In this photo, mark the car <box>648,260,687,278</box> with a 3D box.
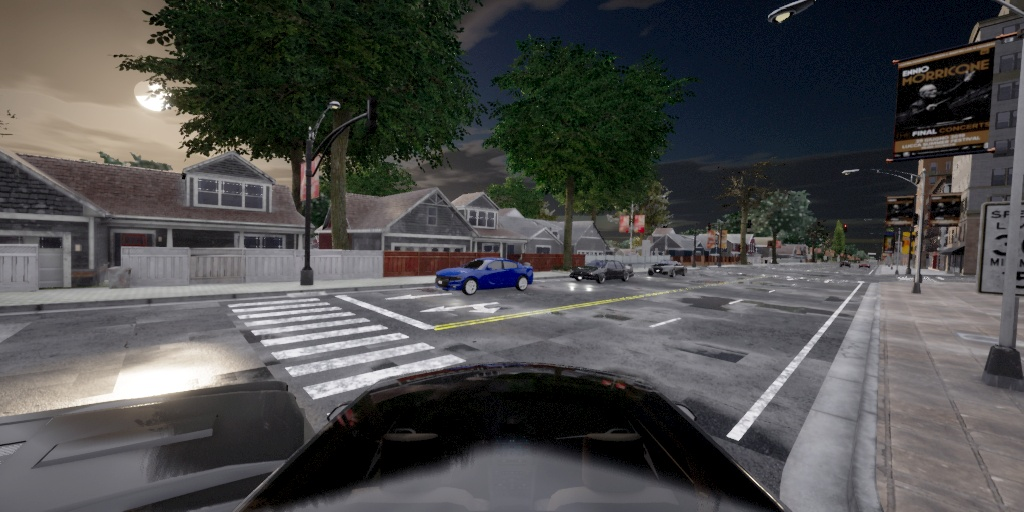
[{"bbox_3d":[13.192,1.016,30.317,4.181,1.385,1.994,0,2,-44],"label":"car"}]

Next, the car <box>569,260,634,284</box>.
[{"bbox_3d":[6.008,0.943,23.381,5.357,1.411,2.033,0,2,-44],"label":"car"}]

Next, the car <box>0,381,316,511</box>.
[{"bbox_3d":[-3.309,1.292,1.257,4.718,1.301,1.895,1,2,-34],"label":"car"}]

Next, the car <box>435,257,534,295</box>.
[{"bbox_3d":[-1.144,0.821,16.447,5.008,1.535,1.882,0,2,-44],"label":"car"}]
